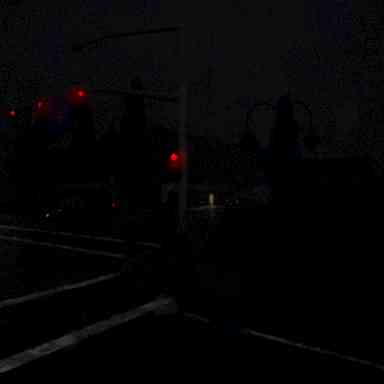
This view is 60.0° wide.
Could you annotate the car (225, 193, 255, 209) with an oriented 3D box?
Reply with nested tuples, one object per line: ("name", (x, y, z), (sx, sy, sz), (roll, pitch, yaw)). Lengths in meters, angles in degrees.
("car", (6.718, 1.217, 45.743), (2.150, 2.045, 5.566), (0, 0, 37))

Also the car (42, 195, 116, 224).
("car", (-8.449, 1.259, 25.455), (2.150, 2.045, 5.566), (0, 0, 37))
